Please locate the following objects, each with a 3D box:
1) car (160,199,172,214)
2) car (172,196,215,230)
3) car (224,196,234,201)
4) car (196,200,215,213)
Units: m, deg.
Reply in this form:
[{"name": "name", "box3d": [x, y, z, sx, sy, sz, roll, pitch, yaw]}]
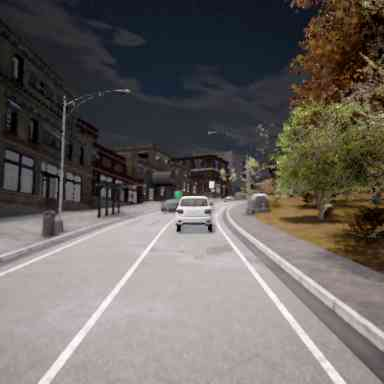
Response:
[{"name": "car", "box3d": [-2.289, 1.602, 37.644, 1.837, 1.490, 4.892, -1, 0, 8]}, {"name": "car", "box3d": [0.186, 1.266, 21.370, 2.150, 2.045, 5.566, 0, 0, 1]}, {"name": "car", "box3d": [8.716, 1.561, 77.600, 1.812, 1.442, 4.674, -3, -1, 24]}, {"name": "car", "box3d": [1.675, 1.651, 39.576, 1.895, 1.301, 4.718, -1, 0, 8]}]
